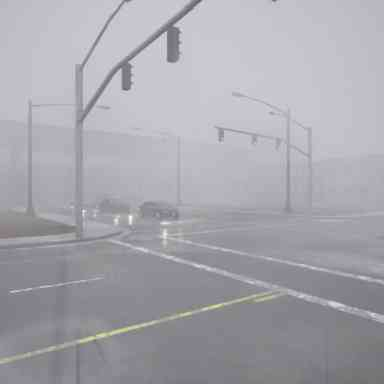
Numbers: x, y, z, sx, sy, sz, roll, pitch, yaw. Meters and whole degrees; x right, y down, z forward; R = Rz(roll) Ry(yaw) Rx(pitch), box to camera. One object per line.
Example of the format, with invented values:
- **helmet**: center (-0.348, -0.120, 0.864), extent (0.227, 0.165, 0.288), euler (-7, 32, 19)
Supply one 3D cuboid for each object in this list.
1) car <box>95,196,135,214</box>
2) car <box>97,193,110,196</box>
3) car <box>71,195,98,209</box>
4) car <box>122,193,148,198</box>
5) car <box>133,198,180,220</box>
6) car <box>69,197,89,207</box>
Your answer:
- **car**: center (-8.458, 1.478, 36.008), extent (1.882, 1.535, 5.008), euler (0, 0, -36)
- **car**: center (-15.050, 1.223, 56.867), extent (2.150, 2.045, 5.566), euler (0, 0, -4)
- **car**: center (-14.259, 1.526, 44.295), extent (1.812, 1.442, 4.674), euler (0, 0, -32)
- **car**: center (-12.289, 1.222, 69.192), extent (2.150, 2.045, 5.566), euler (0, 0, 30)
- **car**: center (-2.878, 1.505, 28.436), extent (1.837, 1.490, 4.892), euler (0, 0, -36)
- **car**: center (-18.304, 1.547, 54.173), extent (2.033, 1.411, 5.357), euler (0, 0, -8)
